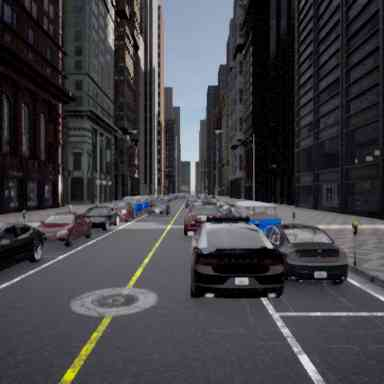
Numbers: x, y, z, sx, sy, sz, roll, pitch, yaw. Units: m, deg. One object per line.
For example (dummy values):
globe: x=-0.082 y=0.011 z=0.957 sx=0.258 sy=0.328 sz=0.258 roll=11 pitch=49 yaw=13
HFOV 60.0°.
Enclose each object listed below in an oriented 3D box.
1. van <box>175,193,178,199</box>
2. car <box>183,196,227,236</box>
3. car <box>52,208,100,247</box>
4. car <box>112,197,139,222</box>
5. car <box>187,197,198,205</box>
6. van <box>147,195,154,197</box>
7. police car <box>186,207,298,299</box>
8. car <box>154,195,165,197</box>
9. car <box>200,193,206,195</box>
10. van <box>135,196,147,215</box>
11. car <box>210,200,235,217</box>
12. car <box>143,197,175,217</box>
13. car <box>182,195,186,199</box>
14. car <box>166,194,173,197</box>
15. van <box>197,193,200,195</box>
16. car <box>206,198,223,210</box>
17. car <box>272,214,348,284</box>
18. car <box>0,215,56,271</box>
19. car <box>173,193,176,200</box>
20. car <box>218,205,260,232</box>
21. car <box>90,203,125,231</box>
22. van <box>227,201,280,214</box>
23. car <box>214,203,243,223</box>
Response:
van: x=-5.649 y=1.418 z=93.891 sx=1.690 sy=1.788 sz=3.998 roll=0 pitch=0 yaw=0
car: x=0.700 y=1.344 z=18.541 sx=2.097 sy=1.767 sz=4.553 roll=-1 pitch=0 yaw=2
car: x=-5.745 y=1.581 z=14.978 sx=1.802 sy=1.307 sz=4.206 roll=0 pitch=0 yaw=0
car: x=-5.731 y=1.443 z=26.252 sx=1.967 sy=1.590 sz=4.097 roll=0 pitch=0 yaw=0
car: x=0.074 y=1.629 z=59.665 sx=1.895 sy=1.301 sz=4.718 roll=0 pitch=0 yaw=0
van: x=-5.718 y=1.351 z=37.524 sx=1.690 sy=1.788 sz=3.998 roll=0 pitch=0 yaw=0
police car: x=0.911 y=1.424 z=8.646 sx=1.930 sy=1.638 sz=5.238 roll=0 pitch=0 yaw=0
car: x=-5.704 y=1.333 z=48.797 sx=2.192 sy=1.841 sz=5.009 roll=0 pitch=0 yaw=0
car: x=2.828 y=1.338 z=54.438 sx=2.192 sy=1.841 sz=5.009 roll=0 pitch=0 yaw=0
van: x=-5.725 y=1.347 z=31.888 sx=1.690 sy=1.788 sz=3.998 roll=0 pitch=0 yaw=0
car: x=2.801 y=1.557 z=31.893 sx=2.008 sy=1.369 sz=4.403 roll=0 pitch=0 yaw=0
car: x=-3.060 y=1.497 z=31.923 sx=2.128 sy=1.511 sz=4.902 roll=0 pitch=0 yaw=0
car: x=0.072 y=1.507 z=45.971 sx=2.128 sy=1.511 sz=4.902 roll=0 pitch=0 yaw=0
car: x=-5.676 y=1.588 z=71.344 sx=1.887 sy=1.381 sz=4.507 roll=0 pitch=0 yaw=0
van: x=2.862 y=1.401 z=82.619 sx=1.690 sy=1.788 sz=3.998 roll=0 pitch=0 yaw=0
car: x=2.815 y=1.558 z=43.165 sx=1.887 sy=1.381 sz=4.507 roll=0 pitch=0 yaw=0
car: x=2.773 y=1.550 z=9.348 sx=2.008 sy=1.369 sz=4.403 roll=0 pitch=0 yaw=0
car: x=-5.752 y=1.565 z=9.341 sx=1.947 sy=1.339 sz=4.313 roll=0 pitch=0 yaw=0
car: x=-5.662 y=1.625 z=82.617 sx=1.947 sy=1.339 sz=4.313 roll=0 pitch=0 yaw=0
car: x=2.787 y=1.552 z=20.621 sx=2.008 sy=1.369 sz=4.403 roll=0 pitch=0 yaw=0
car: x=-5.738 y=1.567 z=20.615 sx=1.947 sy=1.339 sz=4.313 roll=0 pitch=0 yaw=0
van: x=2.780 y=1.340 z=14.984 sx=1.690 sy=1.788 sz=3.998 roll=0 pitch=0 yaw=0
car: x=2.794 y=1.585 z=26.257 sx=1.802 sy=1.307 sz=4.206 roll=0 pitch=0 yaw=0
